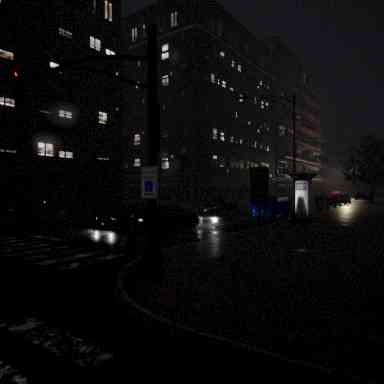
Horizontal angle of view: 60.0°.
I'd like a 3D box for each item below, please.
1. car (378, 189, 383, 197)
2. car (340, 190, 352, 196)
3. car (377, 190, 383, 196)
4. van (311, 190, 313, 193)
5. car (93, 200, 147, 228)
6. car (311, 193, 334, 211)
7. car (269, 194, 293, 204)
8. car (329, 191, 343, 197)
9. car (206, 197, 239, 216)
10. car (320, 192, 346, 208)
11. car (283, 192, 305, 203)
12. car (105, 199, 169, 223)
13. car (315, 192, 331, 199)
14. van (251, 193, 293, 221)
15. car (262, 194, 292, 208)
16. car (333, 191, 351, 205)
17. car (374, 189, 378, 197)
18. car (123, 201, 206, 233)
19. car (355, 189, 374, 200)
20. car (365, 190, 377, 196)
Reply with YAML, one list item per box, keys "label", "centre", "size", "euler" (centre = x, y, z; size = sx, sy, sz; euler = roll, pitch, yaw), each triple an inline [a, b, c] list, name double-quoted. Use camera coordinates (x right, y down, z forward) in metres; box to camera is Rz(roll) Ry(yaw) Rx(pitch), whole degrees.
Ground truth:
- label: "car"
  centre: [41.847, 0.356, 74.293]
  size: [1.887, 1.381, 4.507]
  euler: [1, 1, 36]
- label: "car"
  centre: [38.845, 0.278, 83.648]
  size: [2.008, 1.369, 4.403]
  euler: [1, 1, 36]
- label: "car"
  centre: [45.132, 0.315, 78.893]
  size: [1.802, 1.307, 4.206]
  euler: [1, 1, 36]
- label: "van"
  centre: [19.158, 0.536, 56.076]
  size: [1.690, 1.788, 3.998]
  euler: [1, 1, 36]
- label: "car"
  centre: [-3.343, 1.323, 20.351]
  size: [2.033, 1.411, 5.357]
  euler: [0, 1, 36]
- label: "car"
  centre: [12.285, 1.078, 32.897]
  size: [1.947, 1.339, 4.313]
  euler: [1, 1, 36]
- label: "car"
  centre: [12.595, 0.933, 46.891]
  size: [1.802, 1.307, 4.206]
  euler: [1, 1, 36]
- label: "car"
  centre: [32.282, 0.428, 74.458]
  size: [1.887, 1.381, 4.507]
  euler: [1, 1, 36]
- label: "car"
  centre: [2.410, 1.165, 28.405]
  size: [1.812, 1.442, 4.674]
  euler: [0, 1, 35]
- label: "car"
  centre: [15.569, 0.979, 37.496]
  size: [1.887, 1.381, 4.507]
  euler: [1, 1, 36]
- label: "car"
  centre: [15.777, 0.801, 51.346]
  size: [1.752, 1.417, 4.829]
  euler: [1, 1, 36]
- label: "car"
  centre: [-3.812, 1.283, 23.916]
  size: [1.887, 1.381, 4.507]
  euler: [1, 1, 36]
- label: "car"
  centre: [25.720, 0.621, 65.270]
  size: [1.802, 1.307, 4.206]
  euler: [1, 1, 36]
- label: "van"
  centre: [5.716, 1.009, 23.693]
  size: [1.690, 1.788, 3.998]
  euler: [1, 1, 36]
- label: "car"
  centre: [10.050, 1.023, 39.071]
  size: [1.994, 1.385, 4.181]
  euler: [0, 1, 36]
- label: "car"
  centre: [18.854, 0.923, 42.096]
  size: [1.947, 1.339, 4.313]
  euler: [1, 1, 36]
- label: "car"
  centre: [31.993, 0.590, 60.494]
  size: [1.887, 1.381, 4.507]
  euler: [1, 1, 36]
- label: "car"
  centre: [-1.388, 1.353, 18.182]
  size: [1.994, 1.385, 4.181]
  euler: [0, 1, 36]
- label: "car"
  centre: [28.709, 0.564, 55.892]
  size: [1.967, 1.590, 4.097]
  euler: [1, 1, 36]
- label: "car"
  centre: [44.237, 0.216, 82.070]
  size: [1.994, 1.385, 4.181]
  euler: [0, 1, 36]
